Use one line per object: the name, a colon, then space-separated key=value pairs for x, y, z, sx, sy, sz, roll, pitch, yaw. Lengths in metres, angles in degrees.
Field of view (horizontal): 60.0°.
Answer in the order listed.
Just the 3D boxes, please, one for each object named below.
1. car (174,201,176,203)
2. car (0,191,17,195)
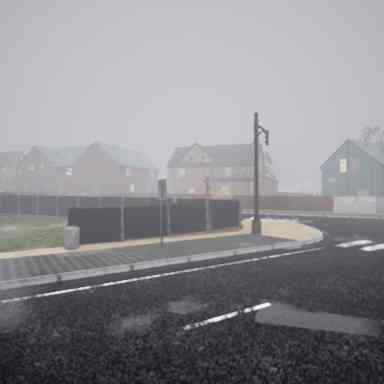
car: x=0.006 y=1.194 z=25.209 sx=4.718 sy=1.301 sz=1.895 roll=1 pitch=1 yaw=19
car: x=-17.455 y=0.678 z=31.300 sx=4.553 sy=1.767 sz=2.097 roll=1 pitch=0 yaw=19
